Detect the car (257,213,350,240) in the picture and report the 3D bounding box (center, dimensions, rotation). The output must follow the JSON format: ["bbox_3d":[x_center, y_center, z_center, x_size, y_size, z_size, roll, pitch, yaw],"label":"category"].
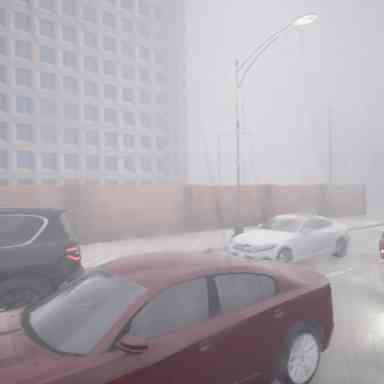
[{"bbox_3d":[3.277,1.451,10.725,4.674,1.442,1.812,-1,0,-36],"label":"car"}]

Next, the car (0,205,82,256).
[{"bbox_3d":[-4.507,1.280,5.051,5.566,2.045,2.150,-1,0,-36],"label":"car"}]

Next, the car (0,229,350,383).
[{"bbox_3d":[-0.447,1.478,3.675,5.008,1.535,1.882,-1,0,-36],"label":"car"}]

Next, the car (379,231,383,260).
[{"bbox_3d":[7.637,1.085,9.560,5.566,2.045,2.150,-1,0,-36],"label":"car"}]
